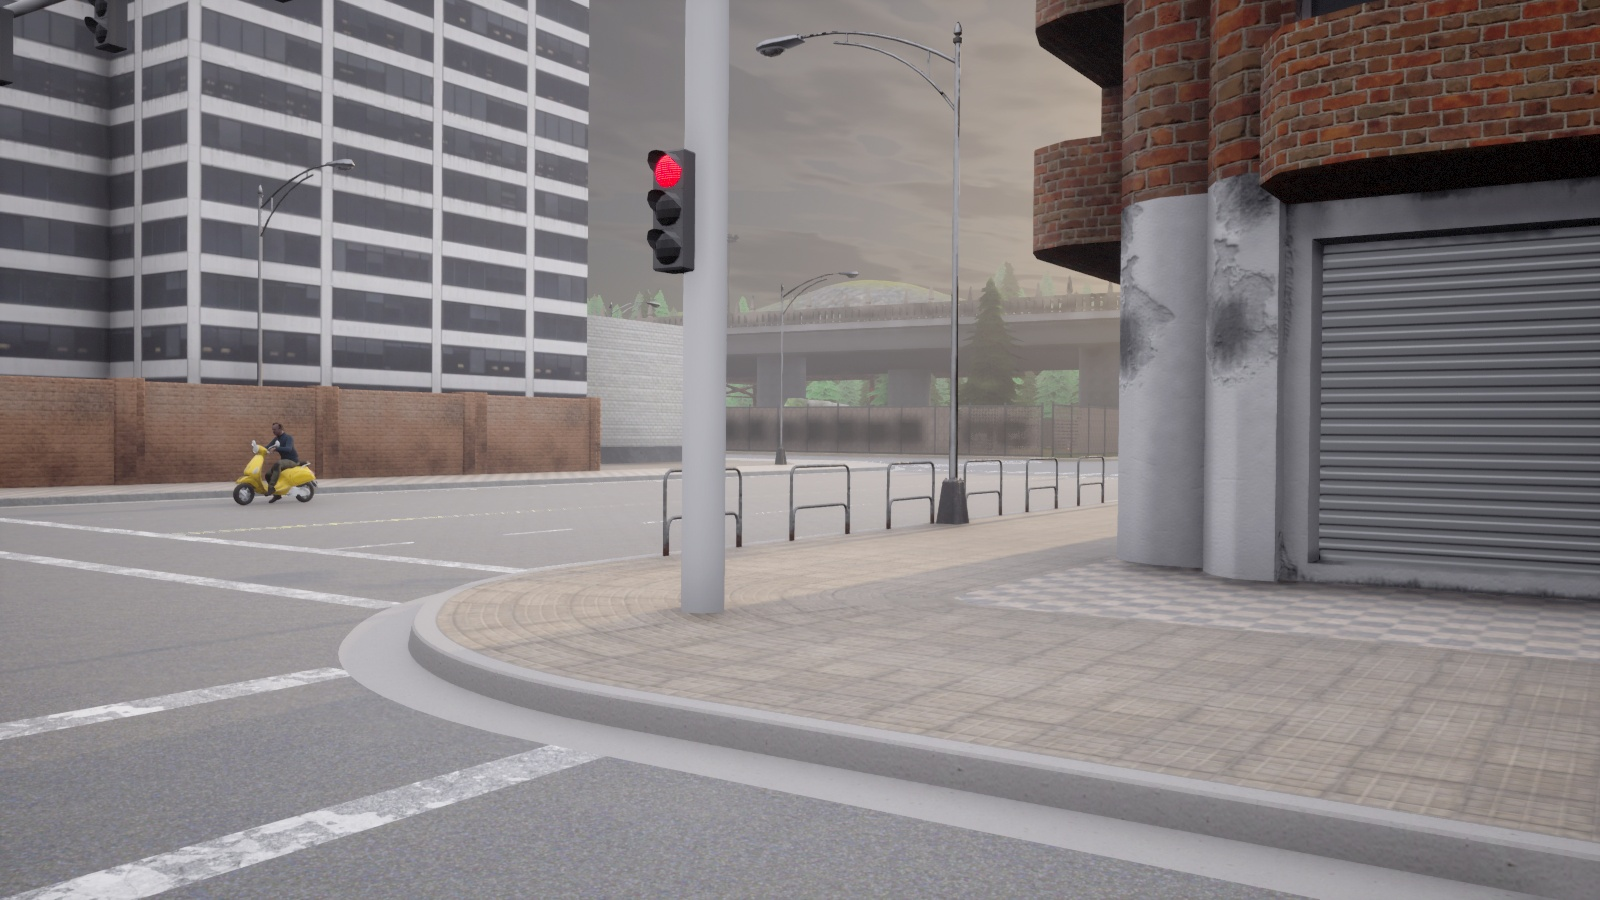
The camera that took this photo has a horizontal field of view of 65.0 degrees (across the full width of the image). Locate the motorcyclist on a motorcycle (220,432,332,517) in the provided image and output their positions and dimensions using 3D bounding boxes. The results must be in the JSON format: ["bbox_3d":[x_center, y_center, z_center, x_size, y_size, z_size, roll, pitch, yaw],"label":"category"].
[{"bbox_3d":[-10.189,0.443,24.478,0.866,1.590,1.817,0,1,33],"label":"motorcyclist on a motorcycle"}]
